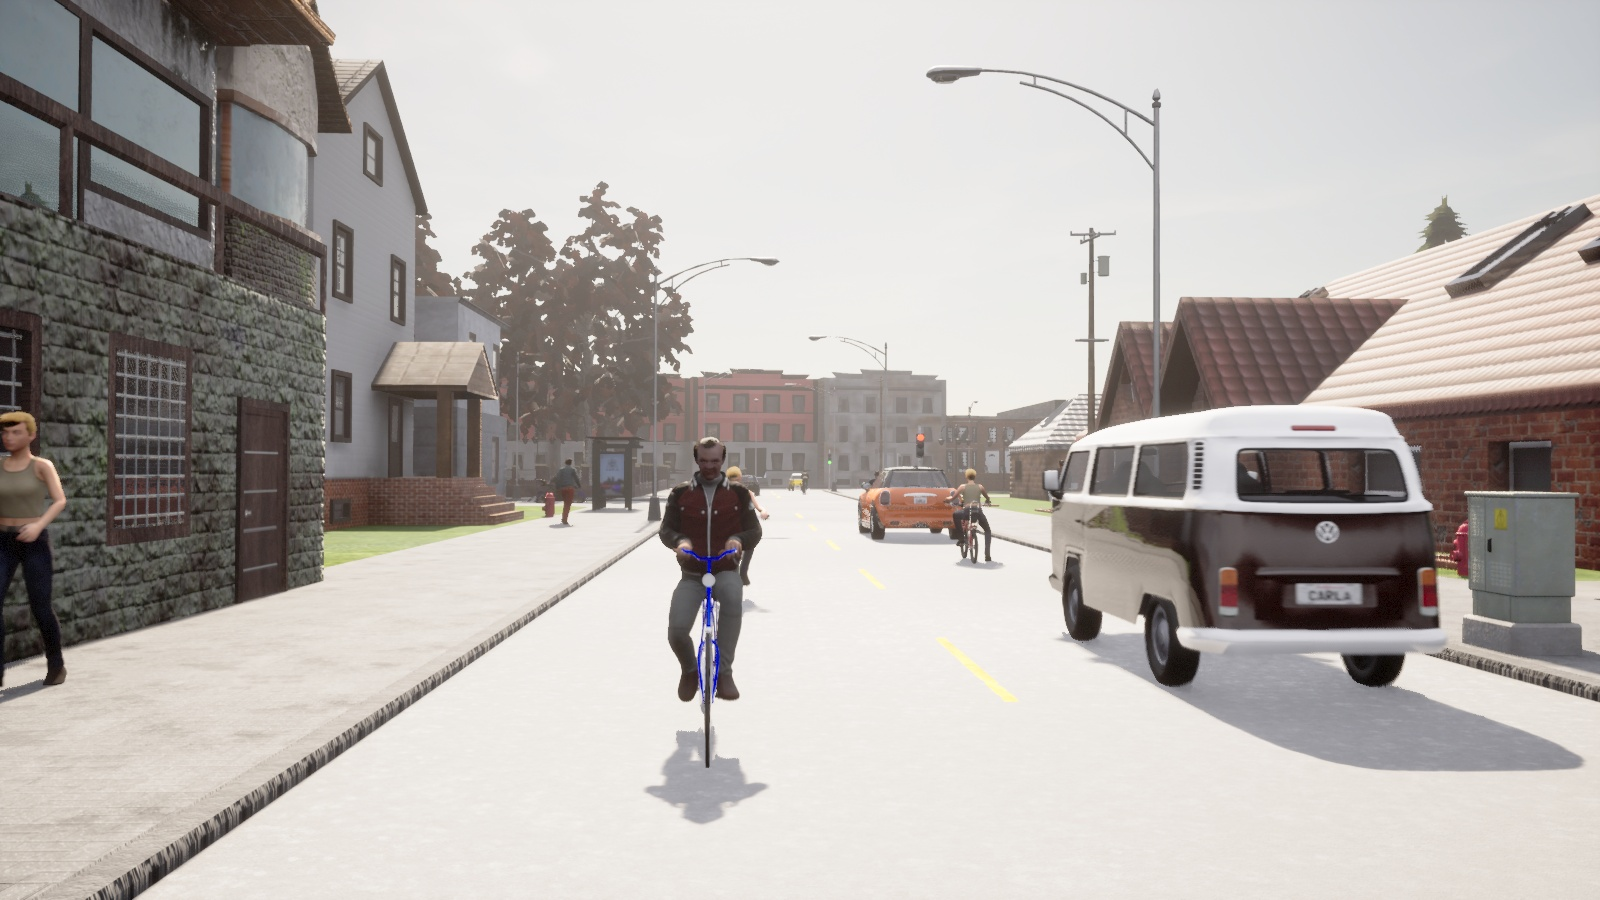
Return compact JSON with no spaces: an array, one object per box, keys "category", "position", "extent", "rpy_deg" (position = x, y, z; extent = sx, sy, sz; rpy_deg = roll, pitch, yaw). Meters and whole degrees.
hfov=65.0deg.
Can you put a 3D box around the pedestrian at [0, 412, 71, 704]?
[{"category":"pedestrian","position":[-5.106,0.682,8.199],"extent":[0.345,1.836,0.594],"rpy_deg":[0,-1,-1]}]

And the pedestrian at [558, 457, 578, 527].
[{"category":"pedestrian","position":[-6.168,1.108,33.374],"extent":[0.353,1.847,0.614],"rpy_deg":[0,-1,6]}]

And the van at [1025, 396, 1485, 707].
[{"category":"van","position":[3.409,0.701,10.531],"extent":[2.069,2.038,4.480],"rpy_deg":[0,-1,-2]}]

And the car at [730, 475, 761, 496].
[{"category":"car","position":[-3.554,2.286,80.992],"extent":[1.895,1.301,4.718],"rpy_deg":[0,-1,-4]}]

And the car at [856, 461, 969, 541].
[{"category":"car","position":[2.603,1.169,30.248],"extent":[2.097,1.767,4.553],"rpy_deg":[0,-1,-3]}]

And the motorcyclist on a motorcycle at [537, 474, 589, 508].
[{"category":"motorcyclist on a motorcycle","position":[-10.750,1.848,57.025],"extent":[2.191,1.530,0.866],"rpy_deg":[0,-1,-2]}]

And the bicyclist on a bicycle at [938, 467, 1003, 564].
[{"category":"bicyclist on a bicycle","position":[2.947,1.104,21.820],"extent":[0.866,1.612,1.509],"rpy_deg":[0,0,-2]}]

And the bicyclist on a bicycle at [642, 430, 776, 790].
[{"category":"bicyclist on a bicycle","position":[-0.513,0.807,7.166],"extent":[0.659,1.776,1.843],"rpy_deg":[0,-1,-4]}]
